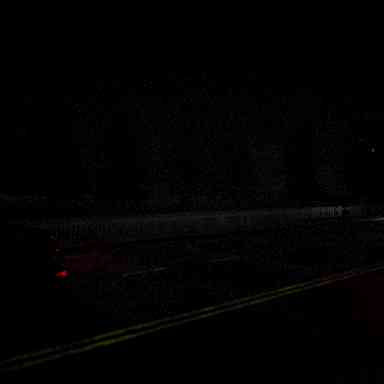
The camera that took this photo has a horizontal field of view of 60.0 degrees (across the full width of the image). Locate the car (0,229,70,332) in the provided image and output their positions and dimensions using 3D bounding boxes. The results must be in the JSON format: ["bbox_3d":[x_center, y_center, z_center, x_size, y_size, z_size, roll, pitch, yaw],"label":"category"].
[{"bbox_3d":[-4.193,1.564,5.291,4.181,1.385,1.994,0,0,-35],"label":"car"}]

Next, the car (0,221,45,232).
[{"bbox_3d":[-5.986,1.492,8.310,4.902,1.511,2.128,0,0,-35],"label":"car"}]
